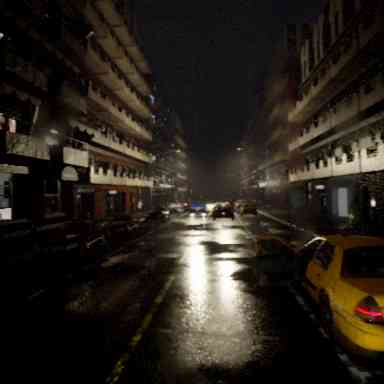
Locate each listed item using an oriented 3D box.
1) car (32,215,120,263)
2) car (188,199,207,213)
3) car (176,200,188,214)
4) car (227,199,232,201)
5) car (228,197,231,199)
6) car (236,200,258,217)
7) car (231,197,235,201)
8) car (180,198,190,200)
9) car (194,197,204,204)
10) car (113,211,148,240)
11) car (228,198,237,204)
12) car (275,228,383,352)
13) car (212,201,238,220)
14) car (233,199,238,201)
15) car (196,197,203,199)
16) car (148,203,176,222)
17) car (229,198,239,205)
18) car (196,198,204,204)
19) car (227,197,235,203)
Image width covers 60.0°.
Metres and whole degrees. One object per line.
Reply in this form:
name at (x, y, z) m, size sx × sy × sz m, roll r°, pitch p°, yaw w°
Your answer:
car at (-4.450, 1.811, 12.945) m, size 1.802 × 1.307 × 4.206 m, roll -2°, pitch -1°, yaw 5°
car at (0.859, 1.952, 43.409) m, size 1.812 × 1.442 × 4.674 m, roll -1°, pitch -1°, yaw 5°
car at (-2.050, 2.014, 40.852) m, size 2.008 × 1.369 × 4.403 m, roll -2°, pitch -1°, yaw 5°
car at (4.081, 1.975, 44.918) m, size 1.895 × 1.301 × 4.718 m, roll -1°, pitch -1°, yaw 5°
car at (8.696, 2.080, 68.012) m, size 1.947 × 1.339 × 4.313 m, roll -2°, pitch -1°, yaw 5°
car at (5.828, 1.757, 34.695) m, size 1.752 × 1.417 × 4.829 m, roll -2°, pitch -1°, yaw 5°
car at (6.771, 1.764, 45.689) m, size 1.967 × 1.590 × 4.097 m, roll -2°, pitch -1°, yaw 5°
car at (-1.098, 1.872, 52.017) m, size 2.192 × 1.841 × 5.009 m, roll -2°, pitch -1°, yaw 5°
car at (1.783, 2.157, 85.505) m, size 2.192 × 1.841 × 5.009 m, roll -2°, pitch -1°, yaw 5°
car at (-3.970, 1.857, 18.527) m, size 1.802 × 1.307 × 4.206 m, roll -2°, pitch -1°, yaw 5°
car at (9.670, 2.136, 79.345) m, size 1.752 × 1.417 × 4.829 m, roll -2°, pitch -1°, yaw 5°
car at (3.068, 1.458, 6.470) m, size 1.801 × 1.575 × 5.366 m, roll -1°, pitch -1°, yaw 5°
car at (2.871, 1.818, 30.740) m, size 1.994 × 1.385 × 4.181 m, roll -1°, pitch -1°, yaw 4°
car at (6.295, 1.843, 40.107) m, size 1.947 × 1.339 × 4.313 m, roll -2°, pitch -1°, yaw 5°
car at (1.311, 2.345, 79.920) m, size 2.008 × 1.369 × 4.403 m, roll -2°, pitch -1°, yaw 5°
car at (-3.010, 1.920, 29.690) m, size 2.008 × 1.369 × 4.403 m, roll -2°, pitch -1°, yaw 5°
car at (9.176, 2.112, 73.595) m, size 2.008 × 1.369 × 4.403 m, roll -2°, pitch -1°, yaw 5°
car at (2.273, 2.472, 91.083) m, size 1.802 × 1.307 × 4.206 m, roll -2°, pitch -1°, yaw 5°
car at (10.612, 2.145, 90.340) m, size 1.967 × 1.590 × 4.097 m, roll -2°, pitch -1°, yaw 5°
